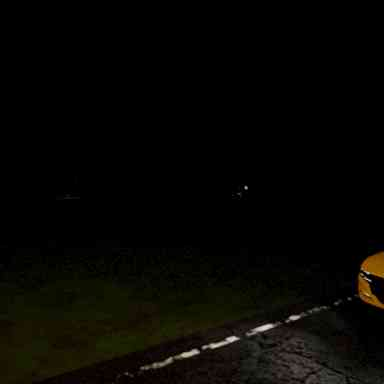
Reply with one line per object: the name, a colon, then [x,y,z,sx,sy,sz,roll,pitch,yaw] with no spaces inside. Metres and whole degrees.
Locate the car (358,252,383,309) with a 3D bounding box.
car: [5.425,1.478,6.899,5.008,1.535,1.882,0,0,-35]
